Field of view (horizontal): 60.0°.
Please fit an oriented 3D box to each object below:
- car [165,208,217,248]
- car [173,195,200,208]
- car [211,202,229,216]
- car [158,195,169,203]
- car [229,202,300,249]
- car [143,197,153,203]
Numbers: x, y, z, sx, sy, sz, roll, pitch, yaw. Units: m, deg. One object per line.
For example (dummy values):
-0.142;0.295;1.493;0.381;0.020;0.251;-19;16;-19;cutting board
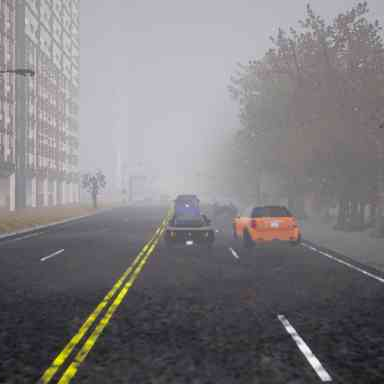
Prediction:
-0.120;1.614;14.736;1.895;1.301;4.718;0;0;-1;car
-0.479;1.257;29.757;2.150;2.045;5.566;0;0;-2;car
2.748;1.571;29.871;1.895;1.301;4.718;-2;-2;-2;car
-5.724;1.380;67.862;2.097;1.767;4.553;0;0;-4;car
3.109;1.328;14.743;2.097;1.767;4.553;-1;-1;-1;car
-8.953;1.590;67.481;1.895;1.301;4.718;0;0;-4;car
